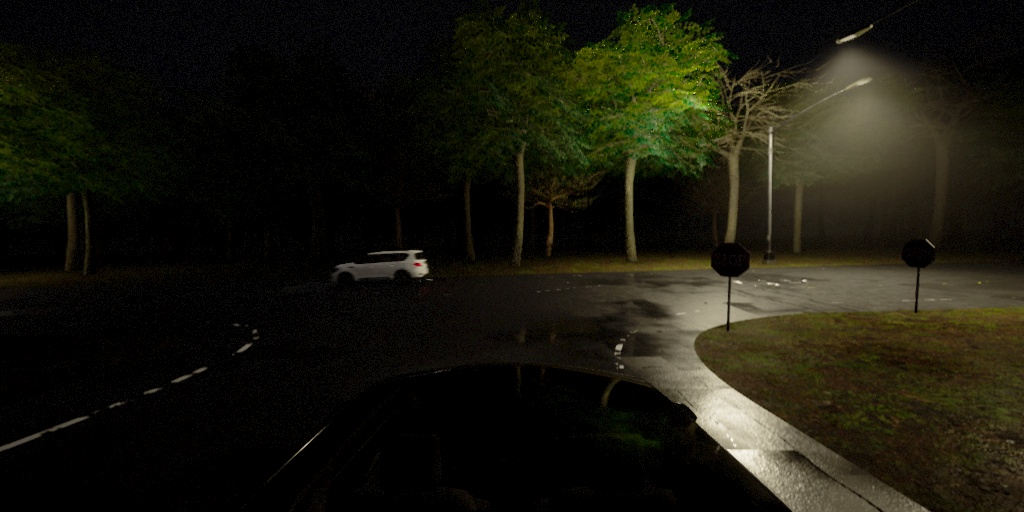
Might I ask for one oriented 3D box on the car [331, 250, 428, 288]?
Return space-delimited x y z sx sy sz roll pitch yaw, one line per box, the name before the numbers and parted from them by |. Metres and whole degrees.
car | -7.963 0.730 21.863 5.566 2.045 2.150 -2 3 0
